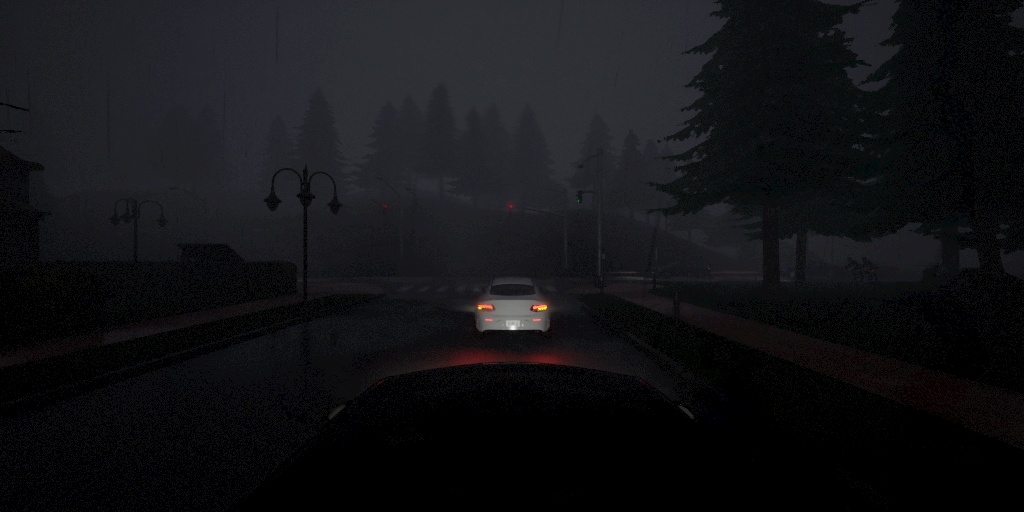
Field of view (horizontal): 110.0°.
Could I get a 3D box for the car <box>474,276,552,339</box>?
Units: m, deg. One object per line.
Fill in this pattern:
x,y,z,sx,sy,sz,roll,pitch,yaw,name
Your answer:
0.020,1.276,9.955,1.812,1.442,4.674,0,0,0,car

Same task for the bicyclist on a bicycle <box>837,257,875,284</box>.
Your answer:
21.127,0.891,22.240,0.582,1.620,1.656,0,0,-16,bicyclist on a bicycle

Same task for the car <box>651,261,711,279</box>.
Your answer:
14.055,1.113,29.889,4.674,1.442,1.812,0,0,-1,car

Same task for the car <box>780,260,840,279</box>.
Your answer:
24.375,1.065,29.928,5.008,1.535,1.882,0,0,0,car

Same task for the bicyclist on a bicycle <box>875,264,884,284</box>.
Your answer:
21.774,0.892,21.981,0.582,1.620,1.656,0,0,-14,bicyclist on a bicycle
